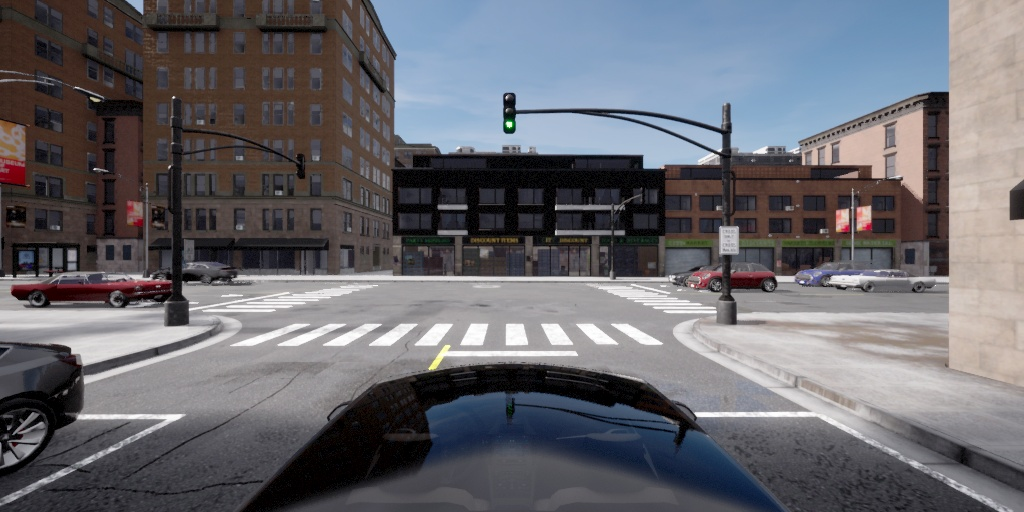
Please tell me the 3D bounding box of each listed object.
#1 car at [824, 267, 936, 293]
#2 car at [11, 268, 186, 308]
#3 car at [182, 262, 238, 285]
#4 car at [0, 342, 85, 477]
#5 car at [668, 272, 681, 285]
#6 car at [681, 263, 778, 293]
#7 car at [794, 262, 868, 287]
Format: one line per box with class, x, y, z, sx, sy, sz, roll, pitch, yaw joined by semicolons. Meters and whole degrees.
car;21.919;1.472;21.361;4.718;1.301;1.895;0;0;-1
car;-16.203;1.281;14.161;4.718;1.301;1.895;0;0;-1
car;-21.196;1.149;24.050;4.902;1.511;2.128;0;0;-1
car;-5.388;1.316;2.005;1.948;1.339;4.313;0;0;0
car;13.170;1.351;24.500;4.674;1.442;1.812;0;0;-1
car;12.932;1.176;21.245;4.553;1.767;2.097;0;0;-1
car;22.151;1.226;24.617;4.553;1.767;2.097;0;0;-1
